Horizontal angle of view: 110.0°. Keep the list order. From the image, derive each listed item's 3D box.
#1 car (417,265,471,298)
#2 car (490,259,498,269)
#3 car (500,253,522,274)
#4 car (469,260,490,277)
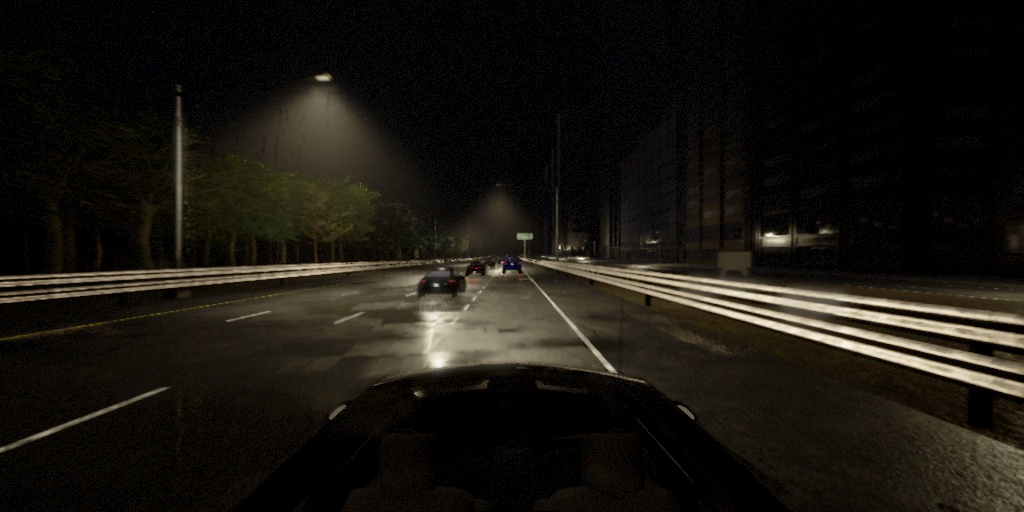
[{"bbox_3d":[-3.524,1.328,18.698,1.994,1.385,4.181,0,0,0],"label":"car"},{"bbox_3d":[-3.695,1.343,59.243,1.837,1.490,4.892,0,0,0],"label":"car"},{"bbox_3d":[0.001,1.021,42.990,2.150,2.045,5.566,0,0,0],"label":"car"},{"bbox_3d":[-3.580,1.295,36.721,1.837,1.490,4.892,0,0,0],"label":"car"}]
